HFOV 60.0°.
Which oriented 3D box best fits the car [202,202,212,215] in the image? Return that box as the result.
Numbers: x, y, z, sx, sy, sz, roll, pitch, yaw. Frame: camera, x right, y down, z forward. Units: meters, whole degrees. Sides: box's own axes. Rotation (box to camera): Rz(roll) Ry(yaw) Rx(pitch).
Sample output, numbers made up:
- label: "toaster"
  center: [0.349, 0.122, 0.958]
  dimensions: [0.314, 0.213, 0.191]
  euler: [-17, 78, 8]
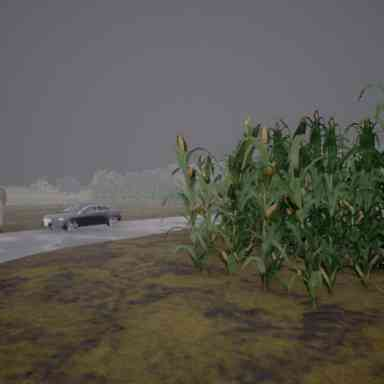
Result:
- label: "car"
  center: [2.811, 1.476, 32.626]
  dimensions: [2.128, 1.511, 4.902]
  euler: [1, 0, 35]

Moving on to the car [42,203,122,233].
- label: "car"
  center: [-6.362, 1.444, 19.736]
  dimensions: [2.128, 1.511, 4.902]
  euler: [1, 0, 35]
